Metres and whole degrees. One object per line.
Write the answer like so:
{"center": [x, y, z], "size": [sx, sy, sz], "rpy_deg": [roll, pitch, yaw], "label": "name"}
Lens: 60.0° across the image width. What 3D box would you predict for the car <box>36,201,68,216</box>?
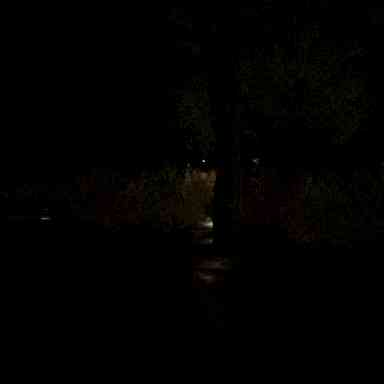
{"center": [-13.328, 1.622, 34.069], "size": [1.882, 1.535, 5.008], "rpy_deg": [0, 0, 41], "label": "car"}
